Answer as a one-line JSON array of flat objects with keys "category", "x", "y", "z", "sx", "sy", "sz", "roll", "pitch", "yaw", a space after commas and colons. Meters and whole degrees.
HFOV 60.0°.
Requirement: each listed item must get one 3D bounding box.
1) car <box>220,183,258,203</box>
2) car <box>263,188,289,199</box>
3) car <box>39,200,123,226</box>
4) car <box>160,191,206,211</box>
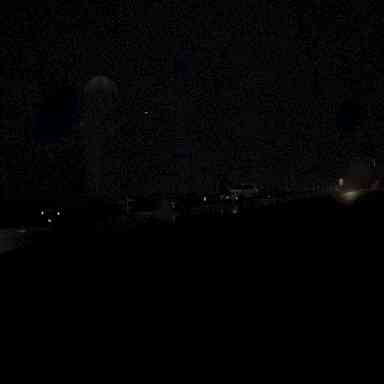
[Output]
[{"category": "car", "x": 5.169, "y": 0.108, "z": 36.003, "sx": 2.150, "sy": 2.045, "sz": 5.566, "roll": -1, "pitch": 1, "yaw": 36}, {"category": "car", "x": 11.377, "y": 0.106, "z": 44.651, "sx": 2.033, "sy": 1.411, "sz": 5.357, "roll": -1, "pitch": 1, "yaw": 36}, {"category": "car", "x": -6.421, "y": 1.152, "z": 19.649, "sx": 1.895, "sy": 1.301, "sz": 4.718, "roll": -1, "pitch": 1, "yaw": 34}, {"category": "car", "x": -0.675, "y": 0.719, "z": 27.798, "sx": 1.837, "sy": 1.490, "sz": 4.892, "roll": -1, "pitch": 1, "yaw": 36}]
